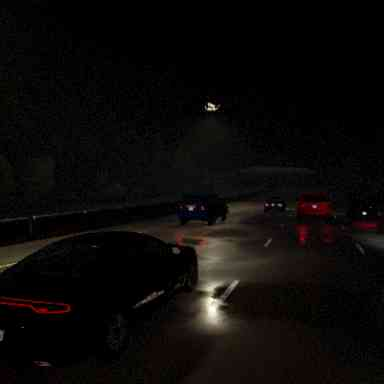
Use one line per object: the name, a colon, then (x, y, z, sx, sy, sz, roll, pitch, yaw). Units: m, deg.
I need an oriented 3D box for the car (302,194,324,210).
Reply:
car: (13.587, 1.072, 37.451, 2.128, 1.511, 4.902, 0, 1, 20)

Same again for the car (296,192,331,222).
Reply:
car: (8.900, 1.014, 24.400, 2.150, 2.045, 5.566, 0, 1, 18)

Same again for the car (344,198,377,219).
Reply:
car: (13.291, 1.242, 26.296, 1.837, 1.490, 4.892, 0, 1, 20)

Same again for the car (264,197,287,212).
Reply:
car: (8.447, 1.231, 33.502, 2.033, 1.411, 5.357, 0, 1, 20)

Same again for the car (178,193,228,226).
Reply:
car: (0.871, 1.090, 22.801, 2.150, 2.045, 5.566, 0, 1, 20)

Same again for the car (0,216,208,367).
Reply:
car: (-1.406, 1.469, 6.146, 1.882, 1.535, 5.008, 0, 0, 20)
